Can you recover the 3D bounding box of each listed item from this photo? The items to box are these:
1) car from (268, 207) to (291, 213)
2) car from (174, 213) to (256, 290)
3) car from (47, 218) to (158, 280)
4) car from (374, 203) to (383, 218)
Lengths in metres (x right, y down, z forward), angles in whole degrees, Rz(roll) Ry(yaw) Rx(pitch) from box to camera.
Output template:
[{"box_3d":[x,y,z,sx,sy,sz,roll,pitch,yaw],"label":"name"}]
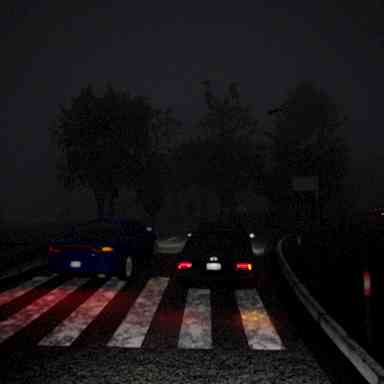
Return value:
[{"box_3d":[18.977,4.061,72.439,4.892,1.490,1.837,-4,-6,41],"label":"car"},{"box_3d":[0.763,1.558,9.259,2.033,1.411,5.357,-1,0,7],"label":"car"},{"box_3d":[-2.390,1.530,10.153,1.882,1.535,5.008,-1,0,7],"label":"car"},{"box_3d":[21.045,1.991,35.942,1.837,1.490,4.892,-2,-2,38],"label":"car"}]
